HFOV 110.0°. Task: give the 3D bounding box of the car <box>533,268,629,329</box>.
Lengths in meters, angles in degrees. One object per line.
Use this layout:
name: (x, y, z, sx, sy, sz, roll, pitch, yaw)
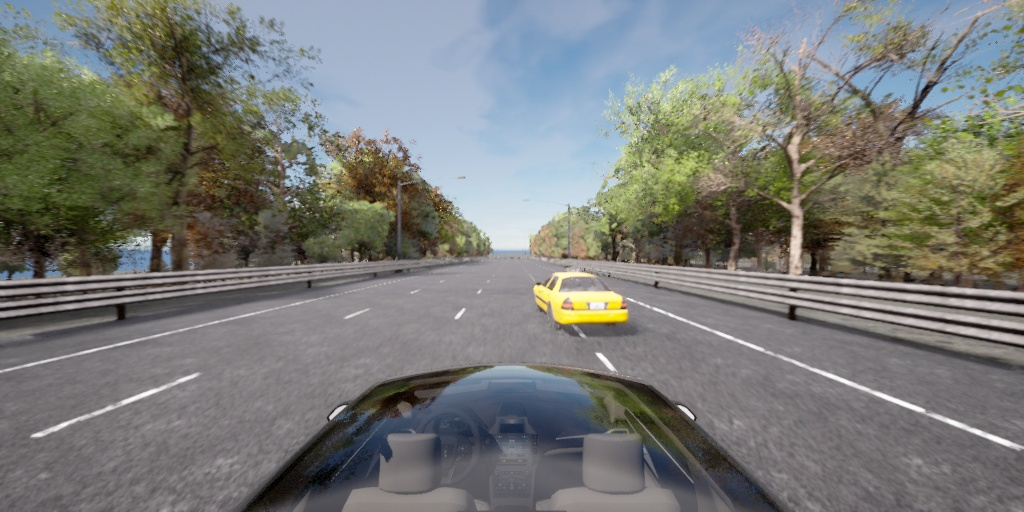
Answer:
car: (1.803, 1.147, 11.096, 1.801, 1.575, 5.366, 0, 0, -5)
